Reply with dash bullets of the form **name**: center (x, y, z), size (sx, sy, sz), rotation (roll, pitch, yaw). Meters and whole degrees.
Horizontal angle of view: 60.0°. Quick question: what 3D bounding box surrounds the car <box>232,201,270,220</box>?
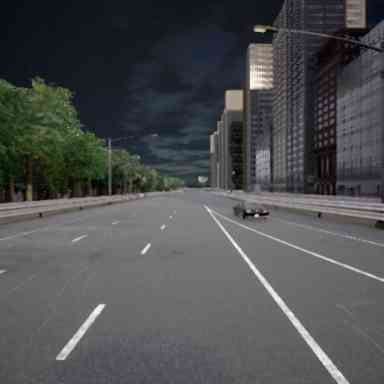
- **car**: center (4.403, 1.376, 25.732), size (1.895, 1.301, 4.718), rotation (0, 0, -5)
